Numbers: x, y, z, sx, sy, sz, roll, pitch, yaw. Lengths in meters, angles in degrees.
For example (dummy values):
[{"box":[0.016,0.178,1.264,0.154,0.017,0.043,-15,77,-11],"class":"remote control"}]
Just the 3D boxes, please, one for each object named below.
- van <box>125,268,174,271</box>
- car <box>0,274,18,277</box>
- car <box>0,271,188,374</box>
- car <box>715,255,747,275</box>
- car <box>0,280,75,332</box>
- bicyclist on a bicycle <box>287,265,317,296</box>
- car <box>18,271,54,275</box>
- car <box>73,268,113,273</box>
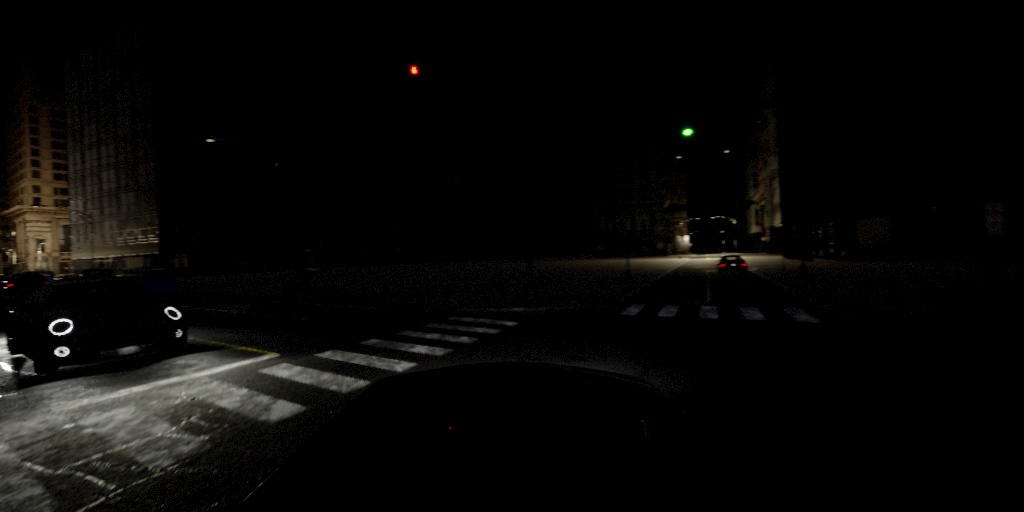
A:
[{"box":[-21.929,1.634,21.641,3.998,1.789,1.690,0,0,29],"class":"van"},{"box":[-27.576,1.711,18.137,5.566,2.045,2.150,-2,0,28],"class":"car"},{"box":[-9.604,1.344,8.285,4.553,1.767,2.097,-2,0,30],"class":"car"},{"box":[16.706,0.618,27.338,2.033,1.411,5.357,-2,0,29],"class":"car"},{"box":[-18.353,1.722,13.109,4.902,1.511,2.128,-2,0,29],"class":"car"},{"box":[-11.198,1.275,19.151,0.582,1.620,1.656,-2,1,29],"class":"bicyclist on a bicycle"},{"box":[-35.545,2.052,26.061,4.553,1.767,2.097,-2,0,29],"class":"car"},{"box":[-31.514,1.882,26.866,5.009,1.841,2.192,0,0,29],"class":"car"}]
